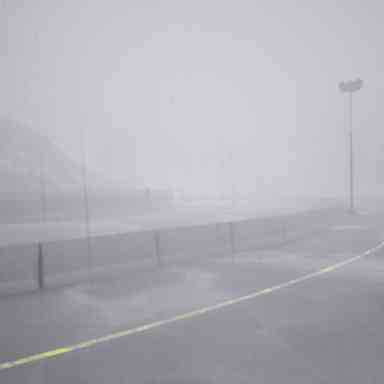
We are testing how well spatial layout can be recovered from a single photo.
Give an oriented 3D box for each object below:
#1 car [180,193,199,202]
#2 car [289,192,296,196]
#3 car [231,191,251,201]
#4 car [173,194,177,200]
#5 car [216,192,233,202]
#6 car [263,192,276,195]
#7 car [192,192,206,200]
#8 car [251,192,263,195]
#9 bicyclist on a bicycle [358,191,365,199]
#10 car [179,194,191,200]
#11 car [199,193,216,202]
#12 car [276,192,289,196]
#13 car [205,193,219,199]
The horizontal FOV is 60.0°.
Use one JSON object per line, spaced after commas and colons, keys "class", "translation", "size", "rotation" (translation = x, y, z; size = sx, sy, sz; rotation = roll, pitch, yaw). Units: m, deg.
{"class": "car", "translation": [-0.648, 1.255, 66.647], "size": [1.837, 1.490, 4.892], "rotation": [-1, 0, -16]}
{"class": "car", "translation": [25.811, 0.668, 88.554], "size": [1.994, 1.385, 4.181], "rotation": [-1, 0, -16]}
{"class": "car", "translation": [9.566, 0.838, 69.162], "size": [2.150, 2.045, 5.566], "rotation": [-1, 0, -16]}
{"class": "car", "translation": [-5.037, 1.199, 81.847], "size": [1.837, 1.490, 4.892], "rotation": [-1, 0, -16]}
{"class": "car", "translation": [6.094, 1.183, 68.584], "size": [1.812, 1.442, 4.674], "rotation": [-1, 0, -16]}
{"class": "car", "translation": [19.087, 0.687, 86.606], "size": [1.882, 1.535, 5.008], "rotation": [-1, 0, -16]}
{"class": "car", "translation": [1.688, 0.961, 83.780], "size": [2.097, 1.767, 4.553], "rotation": [-1, 0, -16]}
{"class": "car", "translation": [15.726, 0.780, 85.632], "size": [1.812, 1.442, 4.674], "rotation": [-1, 0, -16]}
{"class": "bicyclist on a bicycle", "translation": [36.258, 0.612, 70.852], "size": [1.656, 1.620, 0.582], "rotation": [21, -5, -15]}
{"class": "car", "translation": [-1.669, 1.177, 82.800], "size": [1.812, 1.442, 4.674], "rotation": [-1, 0, -16]}
{"class": "car", "translation": [2.727, 1.207, 67.601], "size": [1.837, 1.490, 4.892], "rotation": [-1, 0, -16]}
{"class": "car", "translation": [22.449, 0.702, 87.580], "size": [2.033, 1.411, 5.357], "rotation": [-1, 0, -16]}
{"class": "car", "translation": [5.059, 1.037, 84.726], "size": [1.882, 1.535, 5.008], "rotation": [-1, 0, -16]}
